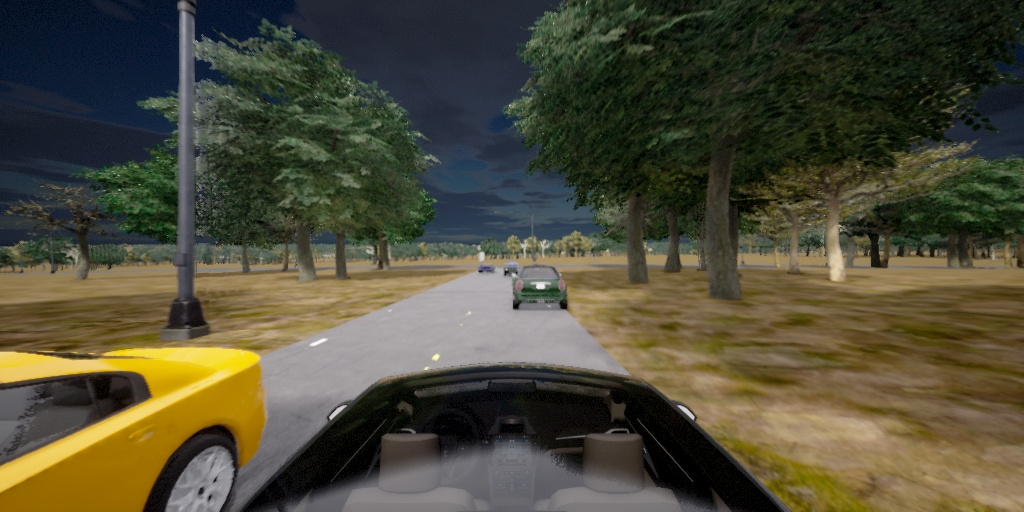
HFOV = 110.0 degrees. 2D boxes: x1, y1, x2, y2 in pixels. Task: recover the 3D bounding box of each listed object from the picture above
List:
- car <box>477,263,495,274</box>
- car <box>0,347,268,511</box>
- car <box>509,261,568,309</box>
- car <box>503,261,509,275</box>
[{"bbox_3d":[-3.093,1.479,43.552,1.895,1.301,4.718,0,0,0],"label":"car"},{"bbox_3d":[-3.101,1.229,1.079,1.882,1.535,5.008,0,0,0],"label":"car"},{"bbox_3d":[1.044,1.126,15.180,2.097,1.767,4.553,0,0,0],"label":"car"},{"bbox_3d":[0.022,1.457,39.694,1.895,1.301,4.718,0,0,0],"label":"car"}]
